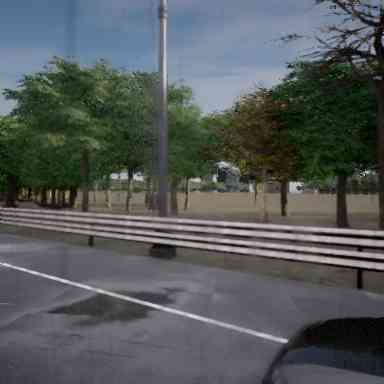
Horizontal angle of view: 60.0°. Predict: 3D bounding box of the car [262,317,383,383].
[{"bbox_3d":[2.567,1.568,2.205,4.181,1.385,1.994,0,0,35],"label":"car"}]
